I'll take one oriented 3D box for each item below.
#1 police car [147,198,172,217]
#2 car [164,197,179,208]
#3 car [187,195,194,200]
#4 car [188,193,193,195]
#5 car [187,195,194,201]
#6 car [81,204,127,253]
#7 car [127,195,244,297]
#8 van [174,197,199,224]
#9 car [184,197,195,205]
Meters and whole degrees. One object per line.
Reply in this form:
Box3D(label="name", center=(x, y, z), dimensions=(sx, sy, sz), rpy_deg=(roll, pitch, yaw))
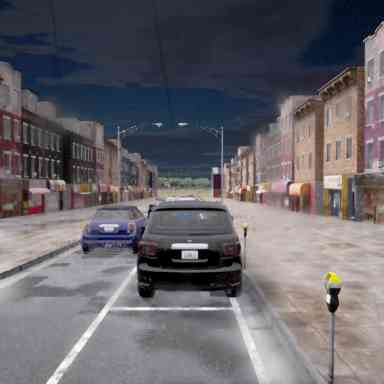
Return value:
Box3D(label="police car", center=(-3.019, 1.413, 32.095), dimensions=(1.930, 1.638, 5.238), rpy_deg=(0, 0, 0))
Box3D(label="car", center=(-2.918, 1.510, 47.692), dimensions=(1.812, 1.442, 4.674), rpy_deg=(0, 0, 0))
Box3D(label="car", center=(-0.394, 1.543, 91.932), dimensions=(1.947, 1.339, 4.313), rpy_deg=(-1, 0, 0))
Box3D(label="car", center=(-0.402, 1.302, 36.607), dimensions=(2.192, 1.841, 5.009), rpy_deg=(-1, 0, 0))
Box3D(label="car", center=(-0.394, 1.543, 86.399), dimensions=(1.947, 1.339, 4.313), rpy_deg=(-1, 0, 0))
Box3D(label="car", center=(-2.921, 1.345, 13.819), dimensions=(2.097, 1.767, 4.553), rpy_deg=(0, 0, 0))
Box3D(label="car", center=(-0.039, 1.225, 8.682), dimensions=(2.150, 2.045, 5.566), rpy_deg=(0, 0, 0))
Box3D(label="van", center=(-0.402, 1.332, 25.542), dimensions=(1.690, 1.788, 3.998), rpy_deg=(-1, 0, 0))
Box3D(label="car", center=(-0.395, 1.563, 58.737), dimensions=(1.802, 1.307, 4.206), rpy_deg=(-1, 0, 0))
